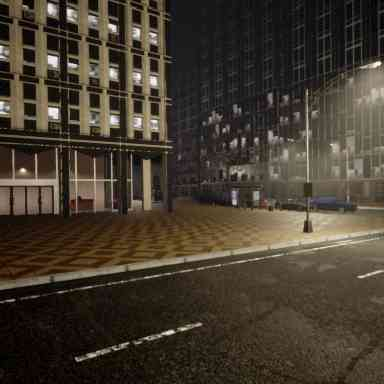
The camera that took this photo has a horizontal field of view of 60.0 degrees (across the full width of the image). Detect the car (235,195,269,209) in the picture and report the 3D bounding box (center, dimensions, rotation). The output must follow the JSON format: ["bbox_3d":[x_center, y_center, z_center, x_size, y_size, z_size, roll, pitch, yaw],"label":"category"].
[{"bbox_3d":[7.582,1.388,40.011,1.802,1.307,4.206,0,1,-35],"label":"car"}]

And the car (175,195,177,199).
[{"bbox_3d":[-4.769,0.936,72.908,1.802,1.307,4.206,0,1,-35],"label":"car"}]

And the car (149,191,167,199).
[{"bbox_3d":[-7.993,0.615,77.585,2.192,1.841,5.009,0,1,-35],"label":"car"}]

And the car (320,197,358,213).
[{"bbox_3d":[14.588,1.317,34.585,1.882,1.535,5.008,-1,1,-35],"label":"car"}]

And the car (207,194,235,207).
[{"bbox_3d":[4.406,1.319,44.724,1.947,1.339,4.313,0,1,-35],"label":"car"}]

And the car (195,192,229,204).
[{"bbox_3d":[3.021,1.006,51.398,2.097,1.767,4.553,-1,1,-34],"label":"car"}]

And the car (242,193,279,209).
[{"bbox_3d":[8.790,1.099,43.003,2.097,1.767,4.553,-1,1,-34],"label":"car"}]

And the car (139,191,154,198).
[{"bbox_3d":[-11.217,0.686,82.267,1.967,1.590,4.097,0,1,-35],"label":"car"}]

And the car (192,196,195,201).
[{"bbox_3d":[1.680,1.043,63.547,1.802,1.307,4.206,0,1,-35],"label":"car"}]

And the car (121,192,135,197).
[{"bbox_3d":[-17.665,0.689,91.629,2.008,1.369,4.403,0,1,-35],"label":"car"}]

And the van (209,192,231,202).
[{"bbox_3d":[4.903,0.855,58.863,1.690,1.788,3.998,0,1,-35],"label":"van"}]

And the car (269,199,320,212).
[{"bbox_3d":[10.792,1.424,35.318,1.947,1.339,4.313,0,1,-35],"label":"car"}]

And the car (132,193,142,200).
[{"bbox_3d":[-11.670,1.040,68.155,2.008,1.369,4.403,0,1,-35],"label":"car"}]

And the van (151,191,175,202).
[{"bbox_3d":[-5.221,0.937,58.792,1.690,1.788,3.998,0,1,-35],"label":"van"}]
